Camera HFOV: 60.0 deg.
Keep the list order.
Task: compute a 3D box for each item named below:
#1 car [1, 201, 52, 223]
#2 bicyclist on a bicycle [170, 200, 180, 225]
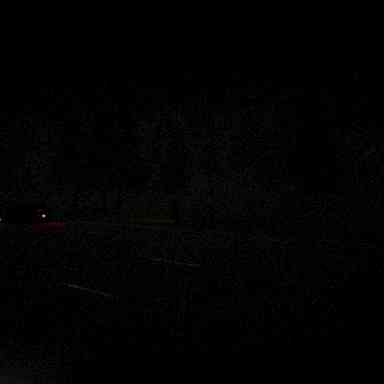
[{"bbox_3d":[-12.771,1.503,25.538,4.892,1.490,1.837,-1,0,35],"label":"car"},{"bbox_3d":[-1.115,1.320,21.776,0.582,1.620,1.656,0,-2,-23],"label":"bicyclist on a bicycle"}]
